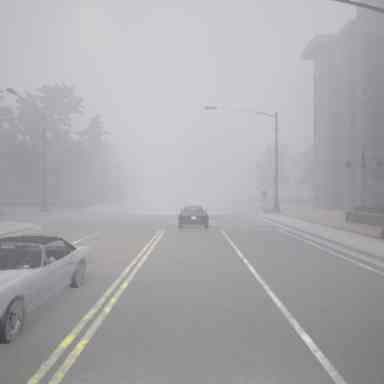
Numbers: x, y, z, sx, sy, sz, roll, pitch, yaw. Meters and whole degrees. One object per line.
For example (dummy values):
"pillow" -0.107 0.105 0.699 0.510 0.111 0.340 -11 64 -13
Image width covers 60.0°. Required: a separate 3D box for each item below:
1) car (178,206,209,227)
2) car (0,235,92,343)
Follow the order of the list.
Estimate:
"car" 0.097 1.628 22.982 1.994 1.385 4.181 0 -1 0
"car" -3.575 1.614 6.588 1.895 1.301 4.718 0 0 0
